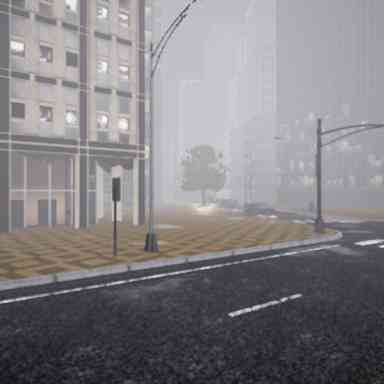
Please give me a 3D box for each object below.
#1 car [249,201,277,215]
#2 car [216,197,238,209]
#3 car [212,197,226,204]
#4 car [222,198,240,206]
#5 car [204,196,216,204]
[{"bbox_3d":[7.707,1.767,37.320,2.033,1.411,5.357,0,0,-7],"label":"car"},{"bbox_3d":[5.667,1.826,53.199,1.882,1.535,5.008,0,0,-8],"label":"car"},{"bbox_3d":[6.067,1.947,74.048,2.128,1.511,4.902,0,-1,-7],"label":"car"},{"bbox_3d":[7.408,1.926,63.718,2.128,1.511,4.902,0,0,-7],"label":"car"},{"bbox_3d":[3.732,1.489,68.728,2.097,1.767,4.553,0,-1,-7],"label":"car"}]
